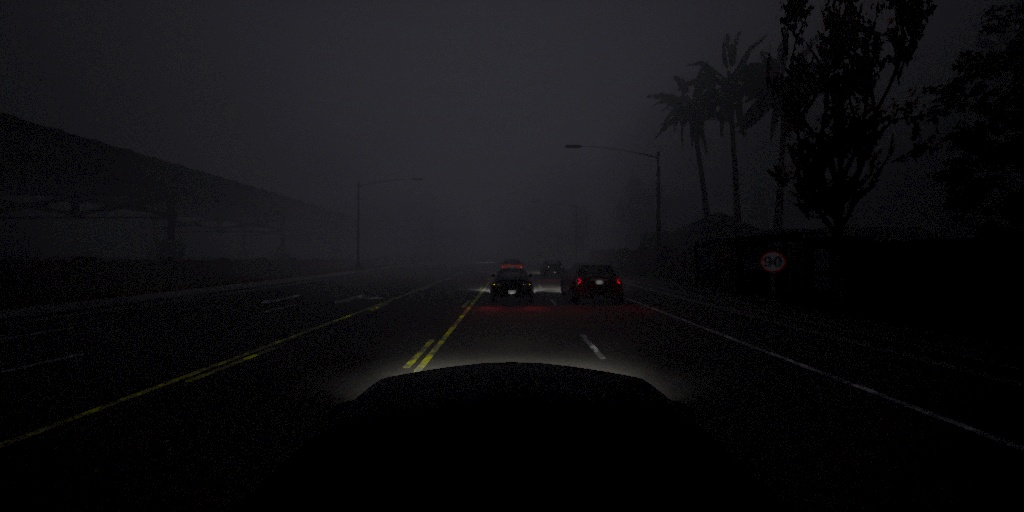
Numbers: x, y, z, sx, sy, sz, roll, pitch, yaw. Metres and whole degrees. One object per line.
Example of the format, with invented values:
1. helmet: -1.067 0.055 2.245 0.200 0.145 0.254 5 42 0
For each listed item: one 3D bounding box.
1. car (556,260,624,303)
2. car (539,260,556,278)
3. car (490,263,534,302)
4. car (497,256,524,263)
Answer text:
1. car: 3.498 1.076 16.467 2.097 1.767 4.553 0 0 0
2. car: 3.497 1.081 31.496 2.128 1.511 4.902 0 1 0
3. car: -0.002 1.247 16.497 1.812 1.442 4.674 0 0 0
4. car: -0.003 0.957 31.464 2.097 1.767 4.553 0 1 0
